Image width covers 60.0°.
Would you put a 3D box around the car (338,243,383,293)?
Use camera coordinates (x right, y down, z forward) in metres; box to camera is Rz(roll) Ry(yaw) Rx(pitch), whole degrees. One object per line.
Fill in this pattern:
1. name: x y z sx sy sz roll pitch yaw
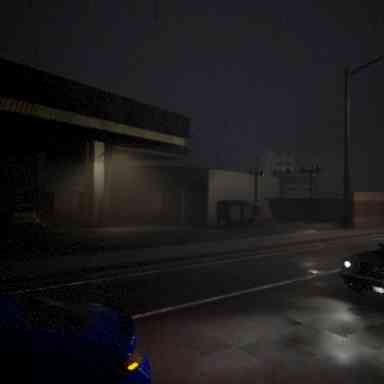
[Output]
1. car: 5.612 1.705 8.066 4.718 1.301 1.895 1 -1 -36

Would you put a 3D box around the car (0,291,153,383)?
1. car: -2.499 1.521 2.146 4.674 1.442 1.812 1 -1 -36

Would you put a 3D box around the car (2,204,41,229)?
1. car: -11.154 1.528 21.656 1.970 1.475 3.806 1 -1 -35
